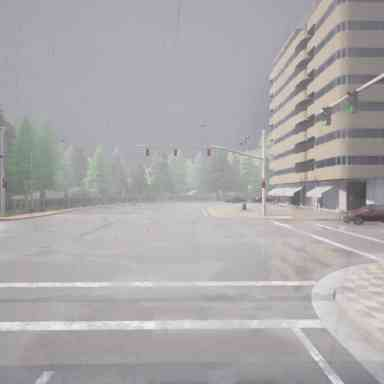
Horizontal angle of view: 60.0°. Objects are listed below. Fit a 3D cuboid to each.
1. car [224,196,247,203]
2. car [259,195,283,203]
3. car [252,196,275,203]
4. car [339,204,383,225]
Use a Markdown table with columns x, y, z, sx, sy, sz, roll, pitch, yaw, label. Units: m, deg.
| x | y | z | sx | sy | sz | roll | pitch | yaw | label |
| --- | --- | --- | --- | --- | --- | --- | --- | --- | --- |
| 8.903 | 1.547 | 68.136 | 5.357 | 1.411 | 2.033 | 0 | 0 | -38 | car |
| 17.568 | 1.525 | 73.739 | 4.902 | 1.511 | 2.128 | 0 | 0 | -23 | car |
| 14.216 | 1.526 | 67.838 | 4.674 | 1.442 | 1.812 | 0 | 0 | -34 | car |
| 13.172 | 1.581 | 24.090 | 4.674 | 1.442 | 1.812 | 0 | 0 | -1 | car |
